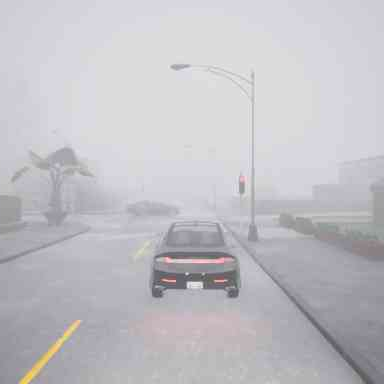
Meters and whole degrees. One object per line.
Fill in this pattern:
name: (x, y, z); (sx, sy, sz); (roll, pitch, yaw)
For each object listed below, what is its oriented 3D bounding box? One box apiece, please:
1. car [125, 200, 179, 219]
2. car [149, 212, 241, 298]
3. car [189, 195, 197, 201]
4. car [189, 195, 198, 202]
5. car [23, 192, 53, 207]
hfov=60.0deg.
car: (-3.444, 1.490, 29.404); (4.902, 1.511, 2.128); (0, 0, -34)
car: (0.086, 1.492, 8.505); (2.128, 1.511, 4.902); (0, 0, 1)
car: (0.355, 1.541, 84.675); (1.994, 1.385, 4.181); (0, 0, 0)
car: (0.312, 1.465, 74.440); (1.882, 1.535, 5.008); (0, 0, 0)
car: (-19.580, 0.986, 42.969); (1.905, 1.878, 3.866); (0, 0, 35)
